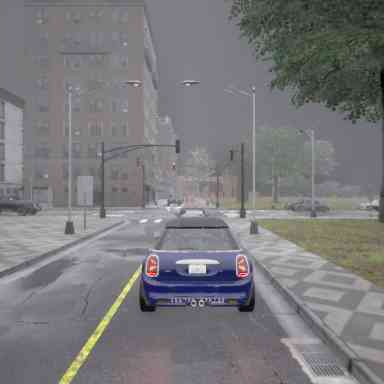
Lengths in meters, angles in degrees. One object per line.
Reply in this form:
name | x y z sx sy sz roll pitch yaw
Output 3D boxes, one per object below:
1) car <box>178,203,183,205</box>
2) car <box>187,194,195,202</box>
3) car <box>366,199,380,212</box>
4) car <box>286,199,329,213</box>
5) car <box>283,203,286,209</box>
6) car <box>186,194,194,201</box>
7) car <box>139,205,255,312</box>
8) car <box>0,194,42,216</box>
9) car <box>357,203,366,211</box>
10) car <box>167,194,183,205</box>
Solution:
car | 0.019 1.537 17.550 1.812 1.442 4.674 0 0 1
car | -0.422 1.515 78.766 2.097 1.767 4.553 0 0 0
car | 23.312 1.620 37.929 5.357 1.411 2.033 0 -1 0
car | 13.358 1.626 37.892 4.181 1.385 1.994 0 -1 -1
car | 13.773 1.589 41.154 4.902 1.511 2.128 0 -1 0
car | -0.471 1.463 95.456 2.150 2.045 5.566 0 0 0
car | 0.094 1.355 7.877 2.097 1.767 4.553 0 0 0
car | -17.134 1.190 31.120 5.566 2.045 2.150 0 -1 0
car | 22.932 1.634 41.182 4.674 1.442 1.812 0 -1 0
car | -2.977 1.297 55.732 2.150 2.045 5.566 0 0 -2
